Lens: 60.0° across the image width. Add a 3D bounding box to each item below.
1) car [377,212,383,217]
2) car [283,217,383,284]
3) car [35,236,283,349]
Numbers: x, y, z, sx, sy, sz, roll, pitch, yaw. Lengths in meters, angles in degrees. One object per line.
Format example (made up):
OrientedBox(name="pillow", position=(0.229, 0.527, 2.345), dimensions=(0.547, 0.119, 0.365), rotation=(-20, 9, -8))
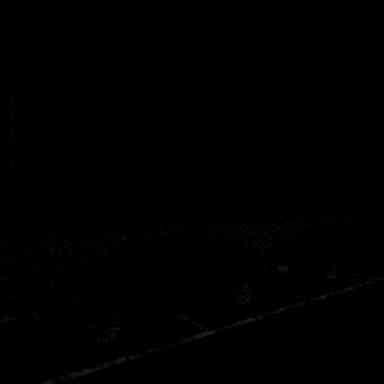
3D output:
OrientedBox(name="car", position=(8.634, 1.312, 12.811), dimensions=(5.009, 1.841, 2.192), rotation=(0, 0, -35))
OrientedBox(name="car", position=(4.046, 1.563, 9.537), dimensions=(4.313, 1.339, 1.947), rotation=(0, 0, -35))
OrientedBox(name="car", position=(-0.543, 1.563, 6.264), dimensions=(4.313, 1.339, 1.947), rotation=(0, 0, -35))
